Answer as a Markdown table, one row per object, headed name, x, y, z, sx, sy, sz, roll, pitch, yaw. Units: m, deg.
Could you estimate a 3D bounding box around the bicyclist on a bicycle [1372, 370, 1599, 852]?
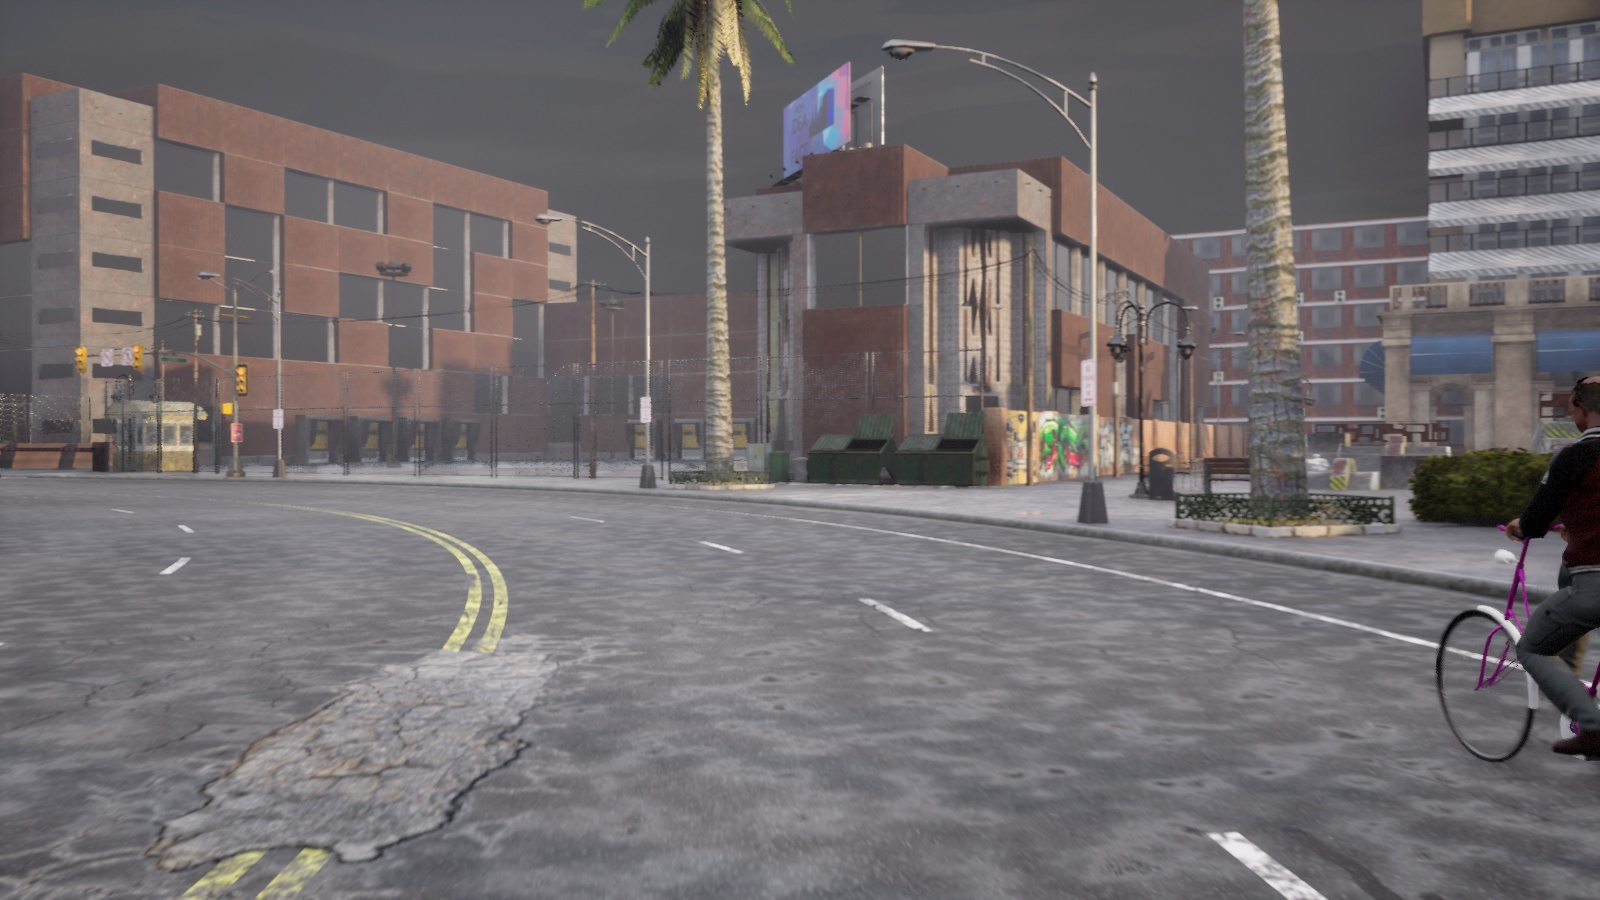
| name | x | y | z | sx | sy | sz | roll | pitch | yaw |
| --- | --- | --- | --- | --- | --- | --- | --- | --- | --- |
| bicyclist on a bicycle | 3.224 | 0.587 | 5.287 | 0.659 | 1.776 | 1.843 | 0 | 1 | -5 |
